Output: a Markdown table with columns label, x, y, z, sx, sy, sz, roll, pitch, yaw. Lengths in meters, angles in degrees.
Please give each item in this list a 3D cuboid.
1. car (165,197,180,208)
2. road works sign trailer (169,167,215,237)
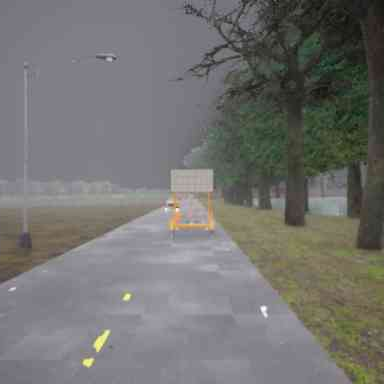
| label | x | y | z | sx | sy | sz | roll | pitch | yaw |
| --- | --- | --- | --- | --- | --- | --- | --- | --- | --- |
| car | -2.829 | 1.546 | 49.077 | 1.882 | 1.535 | 5.008 | 0 | 0 | 0 |
| road works sign trailer | 0.001 | 0.450 | 17.836 | 2.380 | 3.560 | 2.880 | 0 | 0 | 0 |
